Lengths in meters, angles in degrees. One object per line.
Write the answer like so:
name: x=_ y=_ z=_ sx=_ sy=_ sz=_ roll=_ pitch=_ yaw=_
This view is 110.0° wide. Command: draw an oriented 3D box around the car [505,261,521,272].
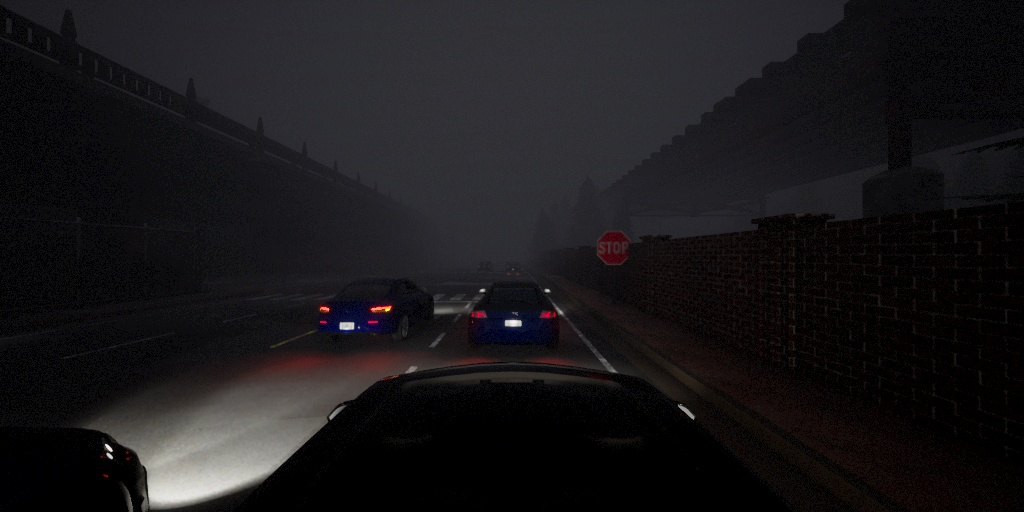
car: x=0.101 y=1.351 z=45.994 sx=1.895 sy=1.301 sz=4.718 roll=0 pitch=0 yaw=-1

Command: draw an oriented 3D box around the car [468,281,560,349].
car: x=0.070 y=1.314 z=9.176 sx=1.994 sy=1.385 sz=4.181 roll=0 pitch=0 yaw=1

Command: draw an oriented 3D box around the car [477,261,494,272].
car: x=-3.394 y=1.297 z=45.835 sx=2.033 sy=1.411 sz=5.357 roll=0 pitch=0 yaw=-1

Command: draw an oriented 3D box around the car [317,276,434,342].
car: x=-3.412 y=1.276 z=9.698 sx=1.812 sy=1.442 sz=4.674 roll=0 pitch=0 yaw=0

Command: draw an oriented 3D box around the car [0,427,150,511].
car: x=-3.398 y=1.314 z=0.602 sx=1.994 sy=1.385 sz=4.181 roll=0 pitch=0 yaw=0
